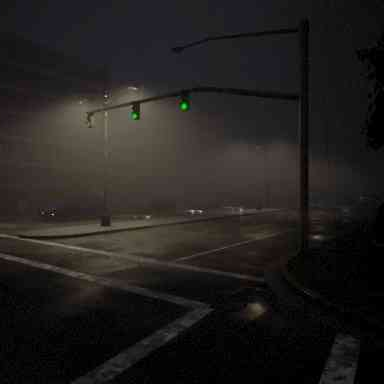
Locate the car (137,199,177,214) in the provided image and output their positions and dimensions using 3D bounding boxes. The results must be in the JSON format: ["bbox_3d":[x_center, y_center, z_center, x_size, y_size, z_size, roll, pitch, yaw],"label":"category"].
[{"bbox_3d":[-3.671,1.477,35.210,1.882,1.535,5.008,0,0,36],"label":"car"}]

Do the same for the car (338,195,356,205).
[{"bbox_3d":[26.647,1.352,57.155,2.097,1.767,4.553,0,0,36],"label":"car"}]

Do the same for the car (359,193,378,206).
[{"bbox_3d":[28.715,1.221,54.042,2.150,2.045,5.566,0,0,36],"label":"car"}]

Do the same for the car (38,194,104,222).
[{"bbox_3d":[-9.535,1.221,27.110,2.150,2.045,5.566,0,0,36],"label":"car"}]

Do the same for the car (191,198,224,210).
[{"bbox_3d":[2.114,1.546,43.201,2.033,1.411,5.357,0,0,36],"label":"car"}]

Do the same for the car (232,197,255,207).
[{"bbox_3d":[7.979,1.504,51.241,1.837,1.490,4.892,0,0,36],"label":"car"}]
